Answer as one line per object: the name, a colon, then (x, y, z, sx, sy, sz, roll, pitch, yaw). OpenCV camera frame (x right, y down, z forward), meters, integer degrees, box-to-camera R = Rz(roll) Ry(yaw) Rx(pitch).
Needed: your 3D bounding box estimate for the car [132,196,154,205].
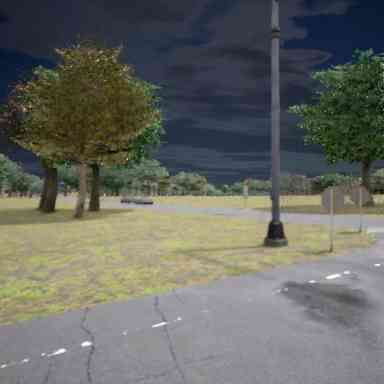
car: (-8.381, 1.610, 58.598, 1.994, 1.385, 4.181, 1, 0, -33)

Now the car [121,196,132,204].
car: (-12.229, 1.532, 64.348, 2.128, 1.511, 4.902, 1, 0, -34)
